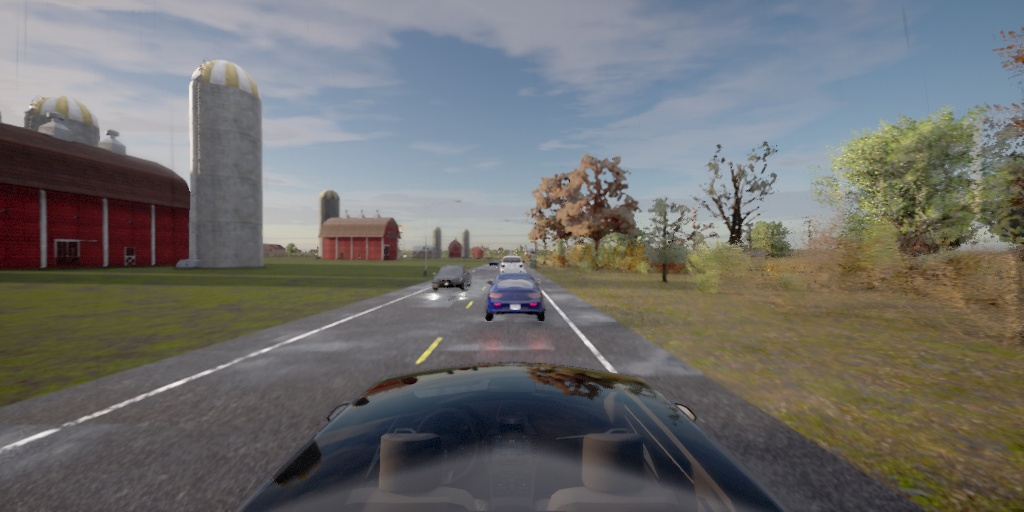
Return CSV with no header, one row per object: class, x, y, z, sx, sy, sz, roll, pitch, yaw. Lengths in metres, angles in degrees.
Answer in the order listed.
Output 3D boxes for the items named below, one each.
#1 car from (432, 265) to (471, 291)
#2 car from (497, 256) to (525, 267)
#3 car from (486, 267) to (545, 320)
car,-3.600,1.293,22.069,1.837,1.490,4.892,0,0,0
car,0.021,1.031,33.795,2.150,2.045,5.566,0,0,1
car,0.096,1.296,12.587,1.812,1.442,4.674,0,0,0
